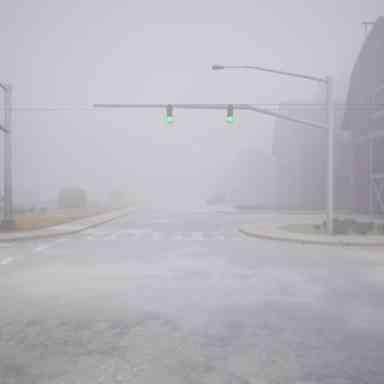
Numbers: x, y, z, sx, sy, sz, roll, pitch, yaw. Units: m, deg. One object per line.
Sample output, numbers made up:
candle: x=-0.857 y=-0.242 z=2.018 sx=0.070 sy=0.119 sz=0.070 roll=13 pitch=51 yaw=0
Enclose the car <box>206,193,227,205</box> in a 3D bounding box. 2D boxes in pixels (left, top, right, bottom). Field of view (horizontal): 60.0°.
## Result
car: x=4.165 y=1.121 z=57.253 sx=1.905 sy=1.878 sz=3.866 roll=-8 pitch=3 yaw=-42
